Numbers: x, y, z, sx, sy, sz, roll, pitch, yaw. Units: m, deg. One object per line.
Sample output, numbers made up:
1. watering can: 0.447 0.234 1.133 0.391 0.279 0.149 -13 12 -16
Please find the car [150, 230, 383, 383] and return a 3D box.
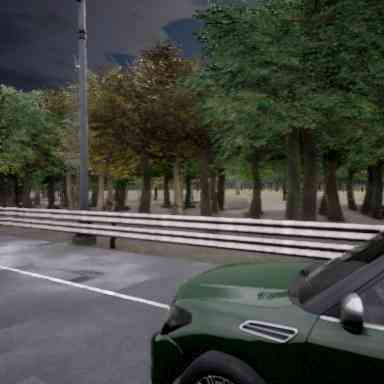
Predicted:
1. car: 2.270 1.172 2.486 5.566 2.045 2.150 0 1 34
